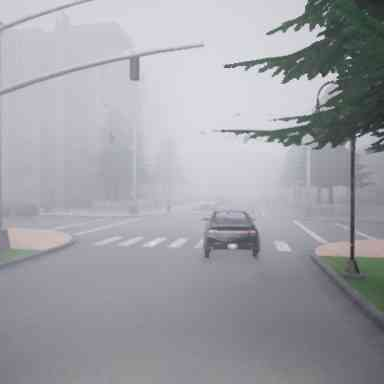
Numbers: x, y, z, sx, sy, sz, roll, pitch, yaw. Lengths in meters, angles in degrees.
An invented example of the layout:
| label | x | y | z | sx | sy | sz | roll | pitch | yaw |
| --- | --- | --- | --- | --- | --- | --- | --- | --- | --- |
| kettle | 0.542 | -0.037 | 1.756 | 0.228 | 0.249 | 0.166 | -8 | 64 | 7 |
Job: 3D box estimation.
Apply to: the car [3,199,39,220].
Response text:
| label | x | y | z | sx | sy | sz | roll | pitch | yaw |
| --- | --- | --- | --- | --- | --- | --- | --- | --- | --- |
| car | -14.565 | 1.340 | 26.151 | 5.008 | 1.535 | 1.882 | 0 | 0 | 12 |

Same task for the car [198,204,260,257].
| label | x | y | z | sx | sy | sz | roll | pitch | yaw |
| --- | --- | --- | --- | --- | --- | --- | --- | --- | --- |
| car | 1.389 | 1.430 | 12.591 | 2.128 | 1.511 | 4.902 | 0 | 0 | 3 |

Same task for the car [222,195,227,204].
| label | x | y | z | sx | sy | sz | roll | pitch | yaw |
| --- | --- | --- | --- | --- | --- | --- | --- | --- | --- |
| car | 4.152 | 1.283 | 50.069 | 1.837 | 1.490 | 4.892 | 0 | 2 | 11 |

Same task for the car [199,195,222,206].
| label | x | y | z | sx | sy | sz | roll | pitch | yaw |
| --- | --- | --- | --- | --- | --- | --- | --- | --- | --- |
| car | 2.072 | 1.364 | 38.906 | 1.812 | 1.442 | 4.674 | 0 | 0 | 12 |

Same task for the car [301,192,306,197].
| label | x | y | z | sx | sy | sz | roll | pitch | yaw |
| --- | --- | --- | --- | --- | --- | --- | --- | --- | --- |
| car | 28.877 | 1.007 | 87.161 | 1.845 | 1.501 | 3.633 | 0 | 0 | 11 |
